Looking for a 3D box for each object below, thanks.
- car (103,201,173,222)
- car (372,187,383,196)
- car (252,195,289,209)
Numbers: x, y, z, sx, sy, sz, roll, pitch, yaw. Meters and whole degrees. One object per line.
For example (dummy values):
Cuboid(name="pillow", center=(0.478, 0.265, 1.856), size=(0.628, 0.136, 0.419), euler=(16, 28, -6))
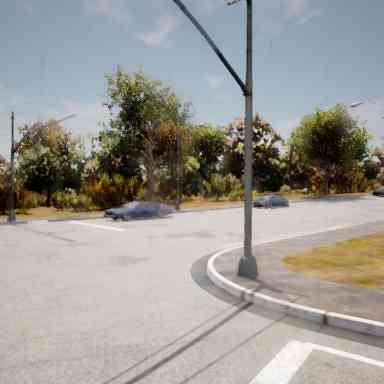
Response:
Cuboid(name="car", center=(-3.932, 1.372, 25.243), size=(5.357, 1.411, 2.033), euler=(-1, 1, -42))
Cuboid(name="car", center=(27.162, -0.187, 45.559), size=(5.357, 1.411, 2.033), euler=(-3, 2, -24))
Cuboid(name="car", center=(8.161, 0.986, 34.729), size=(4.181, 1.385, 1.994), euler=(-3, 2, -34))
